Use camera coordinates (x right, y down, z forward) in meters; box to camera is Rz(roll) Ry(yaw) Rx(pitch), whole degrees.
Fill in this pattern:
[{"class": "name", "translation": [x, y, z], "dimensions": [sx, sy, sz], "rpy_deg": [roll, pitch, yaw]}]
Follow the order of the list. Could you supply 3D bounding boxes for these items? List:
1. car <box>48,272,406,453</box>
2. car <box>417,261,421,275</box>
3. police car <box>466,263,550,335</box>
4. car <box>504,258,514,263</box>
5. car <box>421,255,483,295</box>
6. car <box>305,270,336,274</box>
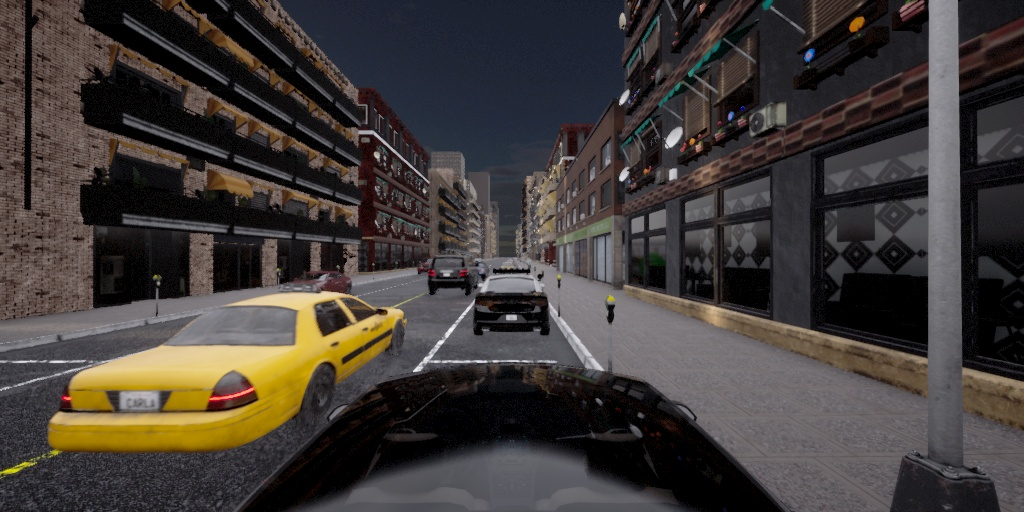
[{"class": "car", "translation": [-3.146, 1.206, 5.593], "dimensions": [1.801, 1.575, 5.366], "rpy_deg": [0, 0, 0]}, {"class": "car", "translation": [-8.837, 1.064, 39.007], "dimensions": [2.192, 1.841, 5.009], "rpy_deg": [0, 0, 0]}, {"class": "police car", "translation": [-0.011, 1.175, 10.609], "dimensions": [1.930, 1.638, 5.238], "rpy_deg": [0, 0, 0]}, {"class": "car", "translation": [-0.456, 1.275, 39.173], "dimensions": [1.751, 1.417, 4.829], "rpy_deg": [0, 0, 0]}, {"class": "car", "translation": [-3.116, 0.974, 19.941], "dimensions": [2.150, 2.045, 5.566], "rpy_deg": [0, 0, 0]}, {"class": "car", "translation": [-8.837, 1.333, 16.462], "dimensions": [1.802, 1.307, 4.207], "rpy_deg": [0, 0, 0]}]
